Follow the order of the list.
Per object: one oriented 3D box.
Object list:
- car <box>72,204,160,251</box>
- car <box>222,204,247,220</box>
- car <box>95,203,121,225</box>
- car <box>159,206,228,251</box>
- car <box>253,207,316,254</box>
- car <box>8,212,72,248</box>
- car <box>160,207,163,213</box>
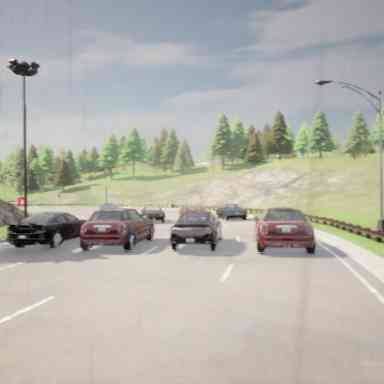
[{"bbox_3d":[-3.200,1.508,15.135,2.097,1.767,4.553,-1,-1,9],"label":"car"},{"bbox_3d":[3.396,1.742,29.716,1.994,1.385,4.181,-1,0,-11],"label":"car"},{"bbox_3d":[-6.970,1.782,27.984,1.882,1.535,5.008,-1,0,-12],"label":"car"},{"bbox_3d":[0.282,1.601,14.789,2.128,1.511,4.902,-1,0,8],"label":"car"},{"bbox_3d":[3.710,1.406,14.023,2.097,1.767,4.553,-1,-1,9],"label":"car"},{"bbox_3d":[-6.608,1.688,16.084,1.882,1.535,5.008,-1,0,8],"label":"car"},{"bbox_3d":[-3.441,1.860,28.274,1.895,1.301,4.718,-1,0,-11],"label":"car"}]
